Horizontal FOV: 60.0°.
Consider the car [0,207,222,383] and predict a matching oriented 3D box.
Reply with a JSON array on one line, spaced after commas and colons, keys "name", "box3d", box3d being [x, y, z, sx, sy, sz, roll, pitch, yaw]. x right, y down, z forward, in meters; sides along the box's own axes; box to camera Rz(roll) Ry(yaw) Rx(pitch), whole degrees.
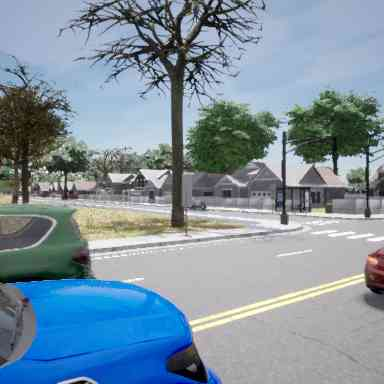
[{"name": "car", "box3d": [-2.419, 1.222, 1.716, 5.566, 2.045, 2.150, 0, 0, -36]}]

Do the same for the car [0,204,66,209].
[{"name": "car", "box3d": [-4.215, 1.223, 4.674, 5.566, 2.045, 2.150, 0, 0, -35]}]

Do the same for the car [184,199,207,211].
[{"name": "car", "box3d": [0.014, 1.570, 41.855, 1.812, 1.442, 4.674, 0, 0, -35]}]

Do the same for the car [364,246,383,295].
[{"name": "car", "box3d": [5.659, 1.524, 7.447, 4.674, 1.442, 1.812, 0, 0, -36]}]
